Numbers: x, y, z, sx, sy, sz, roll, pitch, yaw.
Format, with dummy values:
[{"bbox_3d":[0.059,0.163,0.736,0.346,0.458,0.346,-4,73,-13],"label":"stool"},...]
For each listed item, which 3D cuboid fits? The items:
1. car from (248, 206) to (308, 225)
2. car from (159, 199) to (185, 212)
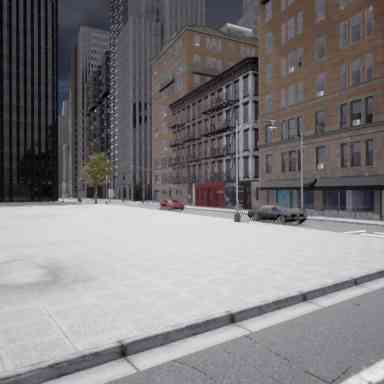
[{"bbox_3d":[6.245,1.684,24.627,1.895,1.301,4.718,0,0,-26],"label":"car"},{"bbox_3d":[-2.604,1.671,42.637,1.882,1.535,5.008,0,0,-26],"label":"car"}]
